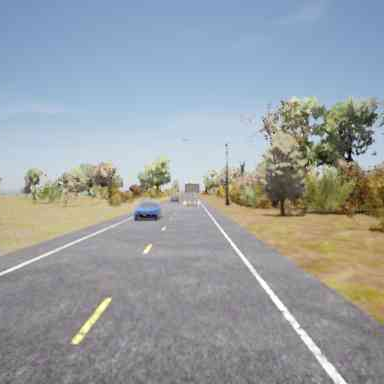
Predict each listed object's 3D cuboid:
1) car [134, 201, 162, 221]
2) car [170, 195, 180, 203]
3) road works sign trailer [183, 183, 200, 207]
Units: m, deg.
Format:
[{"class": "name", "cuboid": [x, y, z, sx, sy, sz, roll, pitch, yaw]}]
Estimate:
[{"class": "car", "cuboid": [-3.593, 1.484, 27.727, 1.882, 1.535, 5.008, 0, 0, 0]}, {"class": "car", "cuboid": [-3.490, 1.460, 69.067, 1.837, 1.490, 4.892, 0, 0, 0]}, {"class": "road works sign trailer", "cuboid": [0.008, 0.459, 51.800, 2.380, 3.560, 2.880, 0, 0, 0]}]
